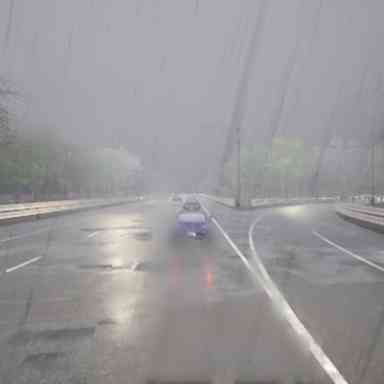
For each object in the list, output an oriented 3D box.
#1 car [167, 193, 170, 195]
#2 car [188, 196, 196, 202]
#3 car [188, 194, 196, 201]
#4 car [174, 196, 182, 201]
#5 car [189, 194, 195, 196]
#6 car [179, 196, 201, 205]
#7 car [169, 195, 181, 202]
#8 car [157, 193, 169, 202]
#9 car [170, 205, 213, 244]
[{"bbox_3d":[-7.033,1.218,86.925,2.150,2.045,5.566,0,0,0],"label":"car"},{"bbox_3d":[-0.030,1.686,78.938,1.994,1.385,4.181,0,0,0],"label":"car"},{"bbox_3d":[-0.033,1.368,87.284,2.097,1.767,4.553,0,0,0],"label":"car"},{"bbox_3d":[-3.533,1.589,86.926,1.895,1.301,4.718,0,0,0],"label":"car"},{"bbox_3d":[-0.023,1.633,63.447,2.033,1.411,5.357,0,0,0],"label":"car"},{"bbox_3d":[-0.015,1.519,36.291,2.128,1.511,4.902,0,0,0],"label":"car"},{"bbox_3d":[-3.529,1.478,76.860,2.097,1.767,4.553,0,0,0],"label":"car"},{"bbox_3d":[-7.029,1.647,76.889,1.812,1.442,4.674,0,0,0],"label":"car"},{"bbox_3d":[-0.005,1.538,15.615,1.812,1.442,4.674,0,0,0],"label":"car"}]
